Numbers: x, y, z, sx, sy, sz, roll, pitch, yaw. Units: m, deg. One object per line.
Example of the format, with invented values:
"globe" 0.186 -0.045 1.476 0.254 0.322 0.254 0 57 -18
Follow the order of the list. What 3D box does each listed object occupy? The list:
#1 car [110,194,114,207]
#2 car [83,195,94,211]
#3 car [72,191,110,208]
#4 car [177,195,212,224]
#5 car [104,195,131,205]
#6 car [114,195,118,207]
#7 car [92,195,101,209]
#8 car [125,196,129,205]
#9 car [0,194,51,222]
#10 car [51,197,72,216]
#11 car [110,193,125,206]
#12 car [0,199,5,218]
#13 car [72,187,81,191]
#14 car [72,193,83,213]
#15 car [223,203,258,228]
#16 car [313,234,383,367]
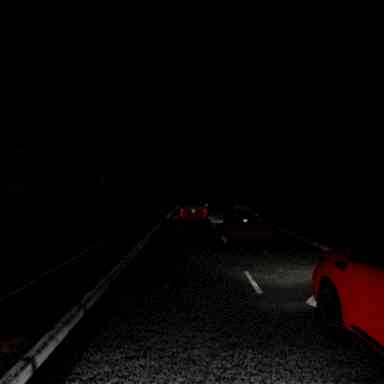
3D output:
"car" -13.984 1.490 45.849 5.366 1.575 1.946 -1 0 -20
"car" -13.824 1.457 36.911 4.892 1.521 2.231 -1 0 -20
"car" -13.843 1.227 42.900 5.566 2.045 2.435 -1 0 -20
"car" 0.089 1.292 24.394 2.097 1.767 4.553 0 0 0
"car" -13.661 1.430 60.964 4.553 1.767 2.185 -1 0 -19
"car" -13.797 1.543 48.916 4.674 1.452 2.002 -1 0 -20
"car" -13.841 1.495 39.895 4.792 1.488 2.163 -1 0 -20
"car" -13.748 1.278 54.950 5.566 2.045 2.435 -1 -1 -20
"car" -13.846 1.181 24.889 5.566 2.045 2.435 -1 0 -20
"car" -13.788 1.312 30.916 4.553 1.767 2.185 -1 0 -20
"car" -13.819 1.265 51.914 5.566 2.045 2.435 -1 0 -20
"car" -13.992 1.435 18.838 5.366 1.575 1.946 -1 0 -20
"car" -31.213 -0.324 89.691 2.435 2.045 5.566 6 -3 -19
"car" -13.850 1.321 33.901 4.553 1.767 2.185 -1 0 -20
"car" 3.090 1.467 21.613 1.812 1.442 4.674 0 0 0
"car" 3.099 1.213 3.243 2.150 2.045 5.566 0 0 0
